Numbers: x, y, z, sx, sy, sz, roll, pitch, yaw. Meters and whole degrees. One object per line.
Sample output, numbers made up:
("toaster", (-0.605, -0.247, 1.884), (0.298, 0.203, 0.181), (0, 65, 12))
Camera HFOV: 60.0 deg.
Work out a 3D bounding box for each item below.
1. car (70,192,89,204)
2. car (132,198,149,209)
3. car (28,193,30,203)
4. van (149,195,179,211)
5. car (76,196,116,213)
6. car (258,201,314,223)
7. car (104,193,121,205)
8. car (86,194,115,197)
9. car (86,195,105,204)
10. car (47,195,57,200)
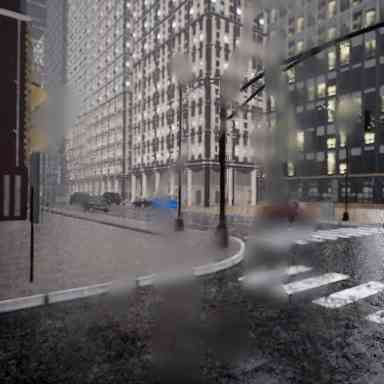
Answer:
("car", (-18.932, 1.063, 56.379), (2.150, 2.045, 5.566), (1, 0, -35))
("car", (-6.235, 1.446, 43.123), (2.008, 1.369, 4.403), (1, 0, -35))
("car", (-29.408, 1.075, 61.312), (2.192, 1.841, 5.009), (1, 0, -35))
("van", (-2.964, 1.243, 38.517), (1.690, 1.788, 3.998), (1, 0, -35))
("car", (-9.802, 1.347, 33.668), (2.008, 1.369, 4.403), (1, 0, -35))
("car", (6.839, 1.366, 24.696), (1.967, 1.590, 4.097), (1, 0, -35))
("car", (-13.379, 1.114, 53.919), (2.150, 2.045, 5.566), (1, 0, -35))
("car", (-13.472, 1.415, 48.774), (1.994, 1.385, 4.181), (1, 0, -37))
("car", (-17.383, 1.384, 59.626), (1.837, 1.490, 4.892), (1, 0, -35))
("car", (-35.649, 1.432, 84.587), (1.802, 1.307, 4.206), (1, -1, -35))
